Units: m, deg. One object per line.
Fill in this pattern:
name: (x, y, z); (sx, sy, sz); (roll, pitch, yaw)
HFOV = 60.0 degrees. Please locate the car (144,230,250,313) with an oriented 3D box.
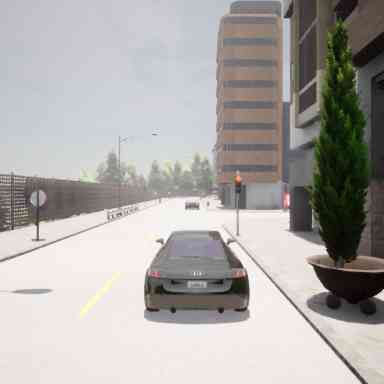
car: (0.085, 1.564, 7.730); (1.994, 1.385, 4.181); (0, 0, 0)

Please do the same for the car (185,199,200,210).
car: (0.028, 1.601, 43.879); (1.895, 1.301, 4.718); (0, 0, -1)
